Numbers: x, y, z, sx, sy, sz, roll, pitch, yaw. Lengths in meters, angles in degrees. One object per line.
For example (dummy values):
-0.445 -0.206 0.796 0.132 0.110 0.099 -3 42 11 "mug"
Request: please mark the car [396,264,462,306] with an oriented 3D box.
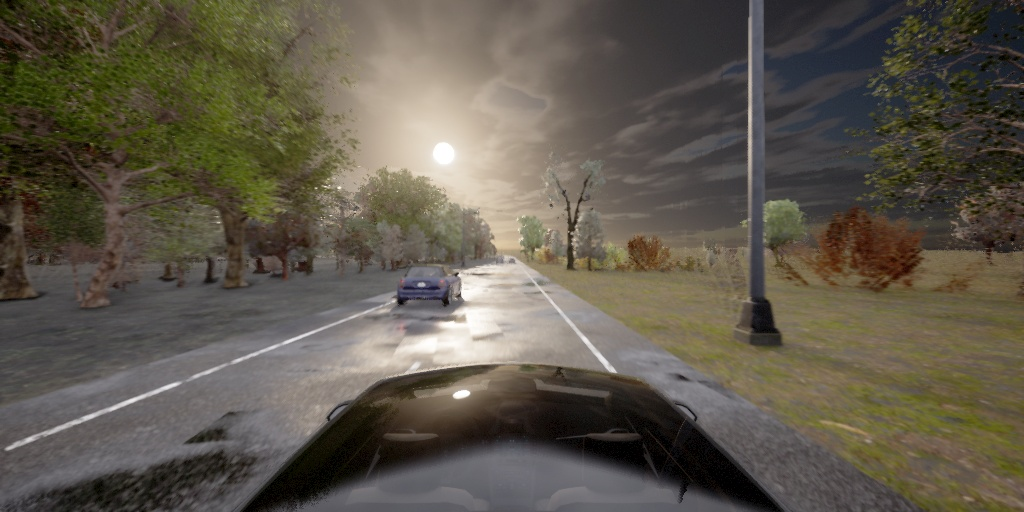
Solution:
-3.501 1.126 16.007 2.097 1.767 4.553 0 0 0 "car"
